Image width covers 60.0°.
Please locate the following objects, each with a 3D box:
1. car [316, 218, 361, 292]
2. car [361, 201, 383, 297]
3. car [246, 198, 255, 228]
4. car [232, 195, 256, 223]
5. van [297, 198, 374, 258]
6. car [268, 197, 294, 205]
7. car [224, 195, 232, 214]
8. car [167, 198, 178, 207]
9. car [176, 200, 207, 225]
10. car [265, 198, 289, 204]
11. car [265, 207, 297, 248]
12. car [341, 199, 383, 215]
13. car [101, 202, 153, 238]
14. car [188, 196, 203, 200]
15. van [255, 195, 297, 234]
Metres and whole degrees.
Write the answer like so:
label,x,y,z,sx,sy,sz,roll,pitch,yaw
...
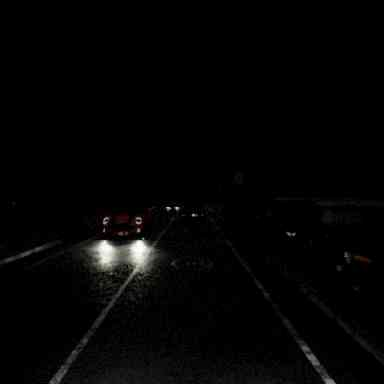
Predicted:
label,x,y,z,sx,sy,sz,roll,pitch,yaw
car,5.601,1.472,7.114,5.008,1.535,2.097,0,0,0
car,5.639,1.218,4.311,5.566,2.045,2.435,0,0,0
car,5.566,1.356,18.329,4.553,1.767,2.185,0,0,0
car,5.625,1.236,21.130,5.566,2.045,2.435,0,0,0
van,5.720,1.248,9.918,4.442,1.987,1.878,0,0,0
car,18.708,1.916,69.999,4.892,1.521,2.231,0,-1,0
car,5.628,1.267,29.540,5.566,2.045,2.435,0,0,0
car,-3.299,1.860,58.069,1.812,1.442,4.674,0,-1,1
car,0.103,1.571,24.428,2.033,1.411,5.357,0,0,0
car,18.713,1.990,73.274,4.674,1.452,2.002,0,-1,0
car,5.595,1.478,12.720,4.892,1.521,2.231,0,0,0
car,18.678,1.557,35.093,5.008,1.535,2.097,0,-1,0
car,-3.346,1.368,17.843,2.097,1.767,4.553,0,0,0
car,0.105,1.662,42.863,2.128,1.511,4.902,0,-1,0
van,5.483,1.253,15.525,4.442,1.987,1.878,0,0,0
